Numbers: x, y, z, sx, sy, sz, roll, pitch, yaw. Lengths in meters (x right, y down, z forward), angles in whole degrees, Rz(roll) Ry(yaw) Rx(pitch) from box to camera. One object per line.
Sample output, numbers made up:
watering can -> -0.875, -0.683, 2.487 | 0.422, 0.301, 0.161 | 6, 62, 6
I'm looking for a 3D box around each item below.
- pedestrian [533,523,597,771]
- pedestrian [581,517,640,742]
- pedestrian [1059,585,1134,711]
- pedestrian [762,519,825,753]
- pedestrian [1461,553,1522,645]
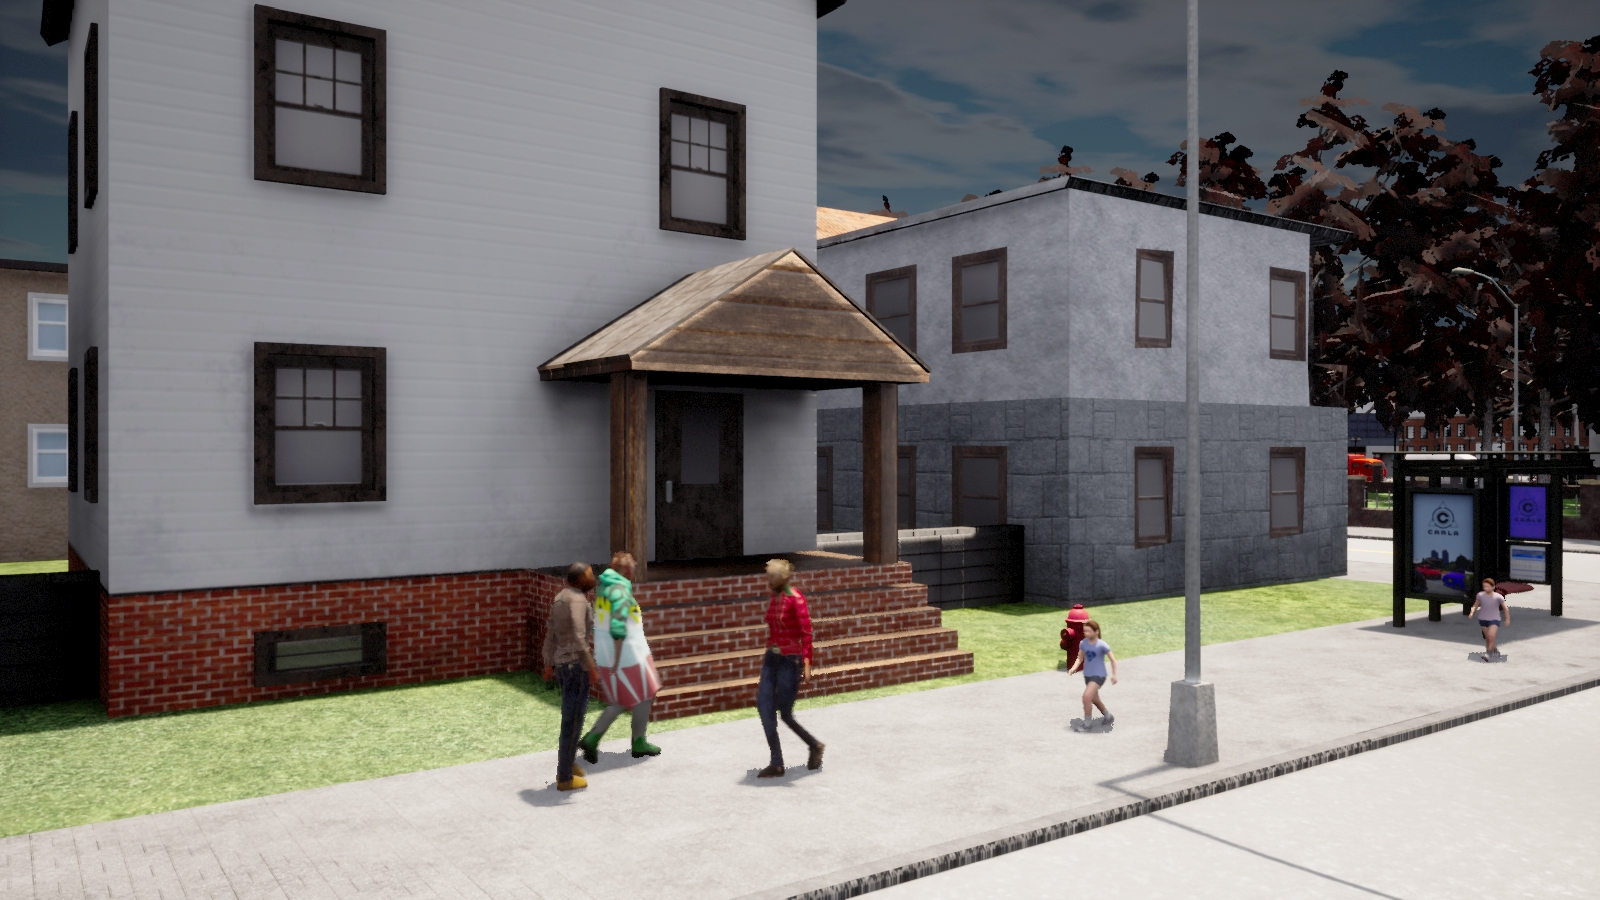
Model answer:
pedestrian -> -1.853, 1.525, 9.010 | 0.375, 1.860, 0.375 | 0, 0, -34
pedestrian -> -1.640, 1.524, 9.882 | 0.375, 1.860, 0.375 | 0, 0, -36
pedestrian -> 2.872, 1.904, 11.080 | 0.500, 1.100, 0.500 | 0, 0, -31
pedestrian -> -0.055, 1.523, 9.501 | 0.375, 1.860, 0.375 | 0, 0, -38
pedestrian -> 8.866, 1.896, 14.643 | 0.500, 1.100, 0.500 | 0, 0, -33
